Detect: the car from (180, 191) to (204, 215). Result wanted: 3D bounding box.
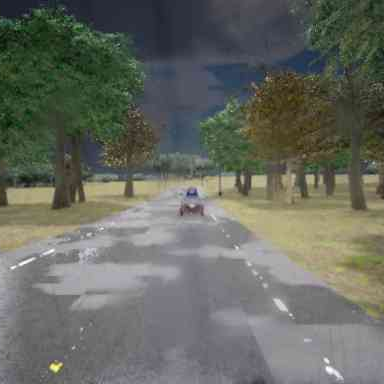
[{"bbox_3d":[0.007,1.116,29.610,2.097,1.767,4.553,0,2,0],"label":"car"}]

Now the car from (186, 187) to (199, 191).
[{"bbox_3d":[0.010,0.155,61.436,2.150,2.045,5.566,0,0,0],"label":"car"}]
